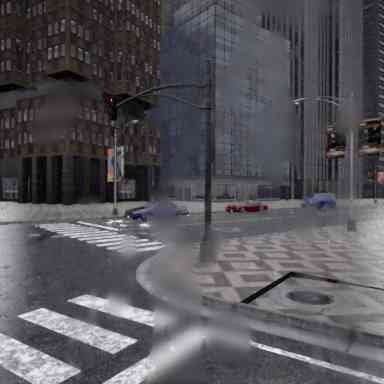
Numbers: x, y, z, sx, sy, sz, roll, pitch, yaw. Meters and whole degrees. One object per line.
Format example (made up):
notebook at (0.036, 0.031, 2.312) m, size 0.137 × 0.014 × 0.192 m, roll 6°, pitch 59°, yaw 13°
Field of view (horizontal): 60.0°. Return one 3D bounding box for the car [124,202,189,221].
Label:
car at (-2.751, 1.480, 26.784) m, size 5.357 × 1.411 × 2.033 m, roll 0°, pitch 0°, yaw -39°

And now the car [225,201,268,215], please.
car at (5.511, 1.541, 33.552) m, size 4.718 × 1.301 × 1.895 m, roll 0°, pitch 0°, yaw -40°

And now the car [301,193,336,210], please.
car at (16.200, 1.168, 42.299) m, size 5.566 × 2.045 × 2.150 m, roll -2°, pitch 1°, yaw -39°
